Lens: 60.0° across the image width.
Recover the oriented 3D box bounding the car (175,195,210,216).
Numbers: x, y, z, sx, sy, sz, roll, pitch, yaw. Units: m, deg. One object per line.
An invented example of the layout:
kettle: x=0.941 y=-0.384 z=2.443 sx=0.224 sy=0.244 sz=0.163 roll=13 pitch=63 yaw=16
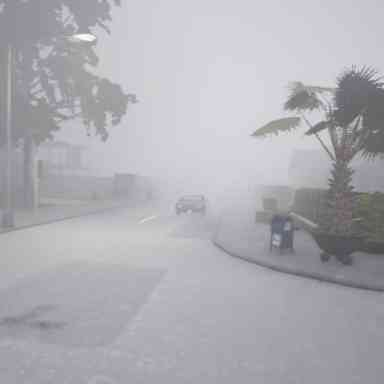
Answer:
car: x=0.163 y=0.844 z=22.705 sx=1.895 sy=1.301 sz=4.718 roll=2 pitch=2 yaw=7

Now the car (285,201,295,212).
car: x=8.878 y=0.875 z=21.575 sx=5.357 sy=1.415 sz=2.033 roll=2 pitch=2 yaw=10
